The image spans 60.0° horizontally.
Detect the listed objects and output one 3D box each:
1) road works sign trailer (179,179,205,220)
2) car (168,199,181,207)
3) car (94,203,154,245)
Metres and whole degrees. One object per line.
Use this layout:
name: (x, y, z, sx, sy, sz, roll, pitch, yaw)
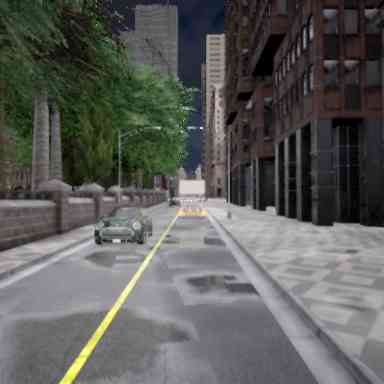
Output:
road works sign trailer: (0.010, 0.607, 29.836, 2.380, 3.560, 2.880, 0, 0, 0)
car: (-3.026, 1.880, 58.090, 1.994, 1.385, 4.181, 0, 0, 1)
car: (-3.094, 1.425, 15.862, 2.097, 1.767, 4.553, 0, 0, 0)
